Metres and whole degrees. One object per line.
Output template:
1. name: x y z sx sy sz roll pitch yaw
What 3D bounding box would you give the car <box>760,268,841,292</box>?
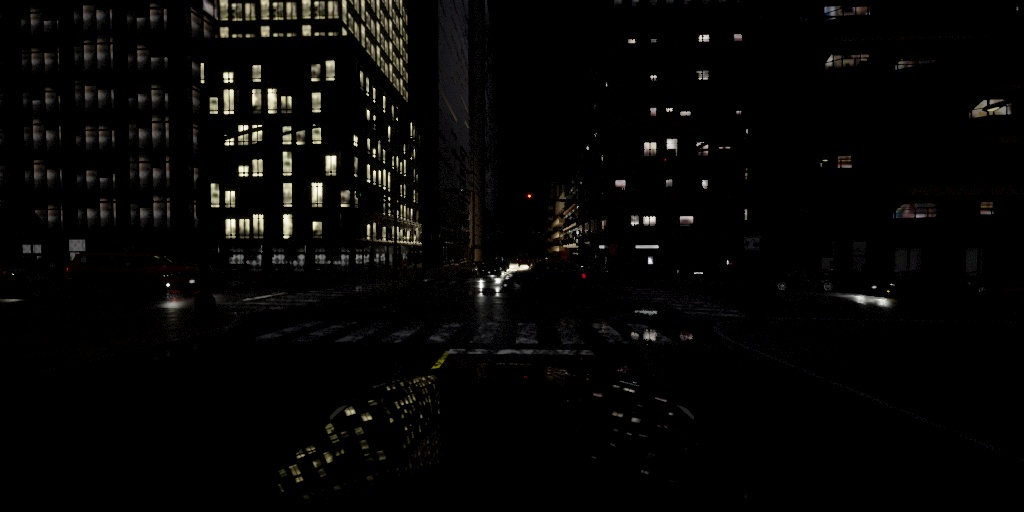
1. car: 16.976 1.375 21.483 4.403 1.370 2.007 0 0 3

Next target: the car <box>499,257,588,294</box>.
1. car: 1.753 1.094 19.636 4.553 1.767 2.097 0 0 3

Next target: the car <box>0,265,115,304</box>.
1. car: -19.868 1.204 14.915 4.403 1.370 2.007 0 0 3

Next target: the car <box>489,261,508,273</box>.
1. car: -1.636 1.302 44.674 1.994 1.385 4.181 0 0 2

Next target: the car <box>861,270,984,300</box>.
1. car: 20.973 1.466 18.687 4.181 1.385 1.994 1 1 3

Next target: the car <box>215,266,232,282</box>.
1. car: -20.960 1.029 23.292 4.829 1.417 1.751 0 0 3

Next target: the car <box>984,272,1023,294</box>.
1. car: 28.029 1.461 20.945 4.507 1.381 1.888 0 0 3

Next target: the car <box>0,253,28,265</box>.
1. car: -27.860 0.893 17.852 4.553 1.767 2.097 0 1 3

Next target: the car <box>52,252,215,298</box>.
1. car: -18.151 0.846 17.378 5.566 2.045 2.150 1 1 3

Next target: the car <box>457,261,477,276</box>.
1. car: -4.505 1.265 36.880 1.751 1.417 4.829 0 0 2

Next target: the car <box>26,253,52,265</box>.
1. car: -32.893 0.712 23.909 5.009 1.841 2.192 0 0 3

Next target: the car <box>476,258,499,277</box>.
1. car: -1.984 1.245 34.777 1.837 1.490 4.892 0 0 2
